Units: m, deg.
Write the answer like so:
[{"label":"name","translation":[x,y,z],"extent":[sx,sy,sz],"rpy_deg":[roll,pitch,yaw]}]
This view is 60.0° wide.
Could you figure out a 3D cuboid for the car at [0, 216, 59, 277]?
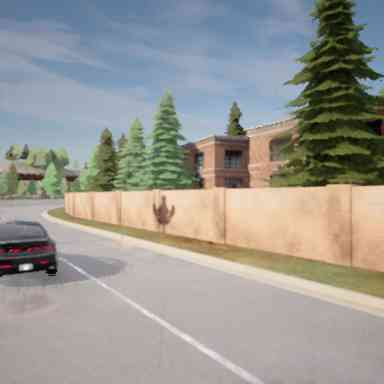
[{"label":"car","translation":[-5.443,1.620,10.153],"extent":[1.837,1.490,4.892],"rpy_deg":[0,-1,-35]}]
